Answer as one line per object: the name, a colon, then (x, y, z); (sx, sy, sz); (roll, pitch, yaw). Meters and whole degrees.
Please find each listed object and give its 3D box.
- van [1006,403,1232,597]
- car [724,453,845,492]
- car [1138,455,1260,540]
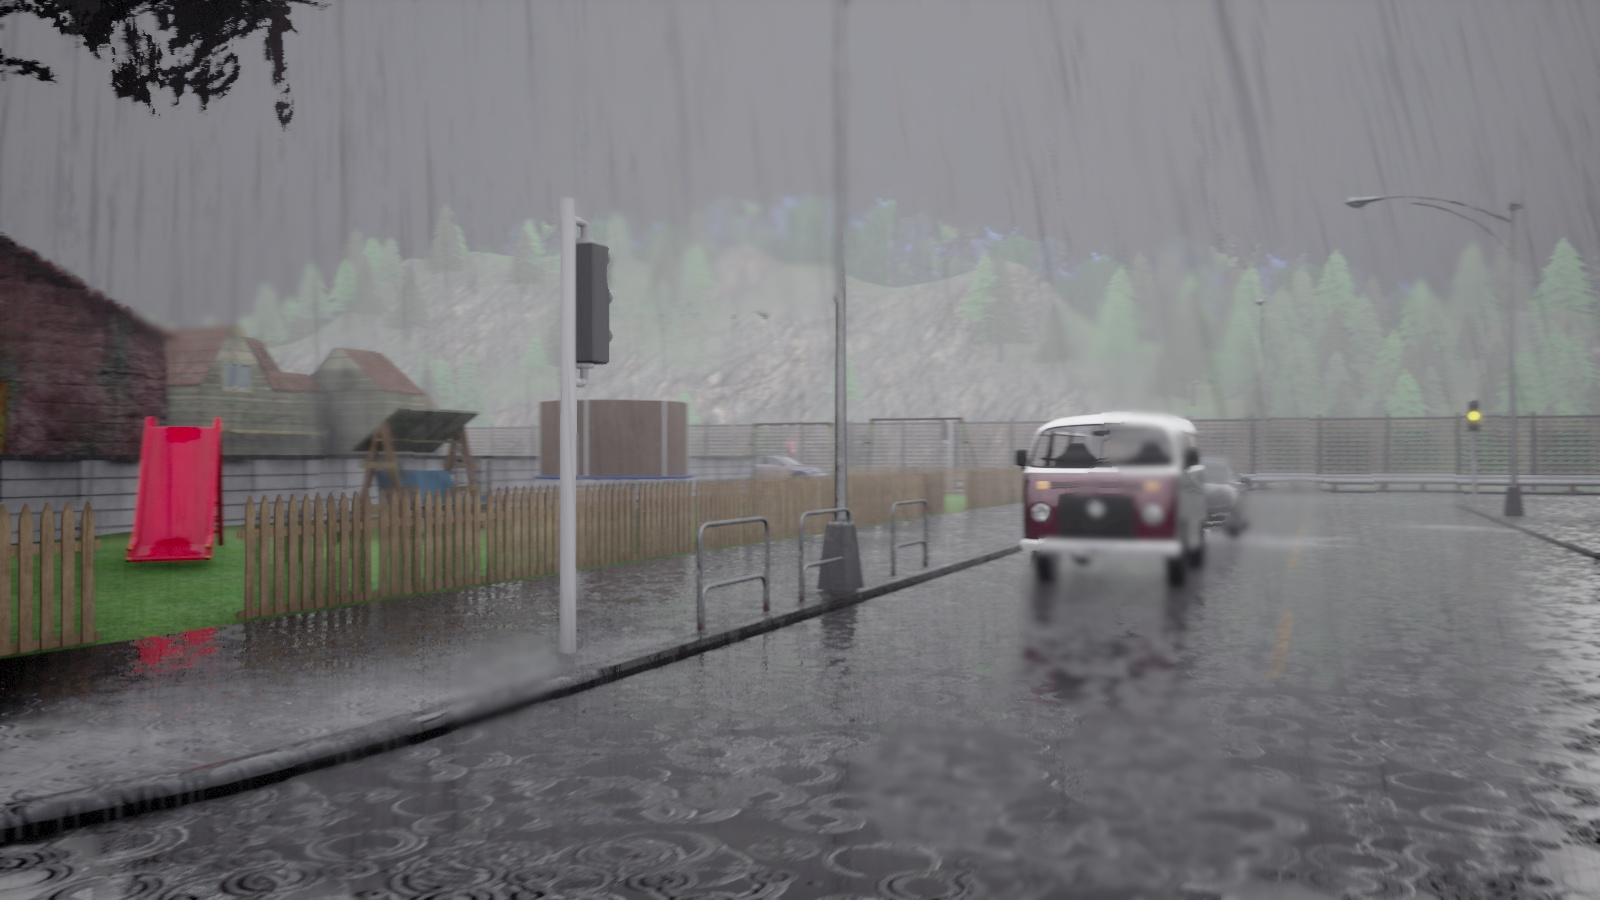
van: (4.121, 0.538, 15.645); (2.069, 2.038, 4.480); (0, 0, 23)
car: (-0.675, 0.984, 55.044); (4.856, 1.649, 2.033); (0, 0, 23)
car: (7.923, 0.852, 24.642); (1.837, 1.490, 4.892); (0, 0, 23)
